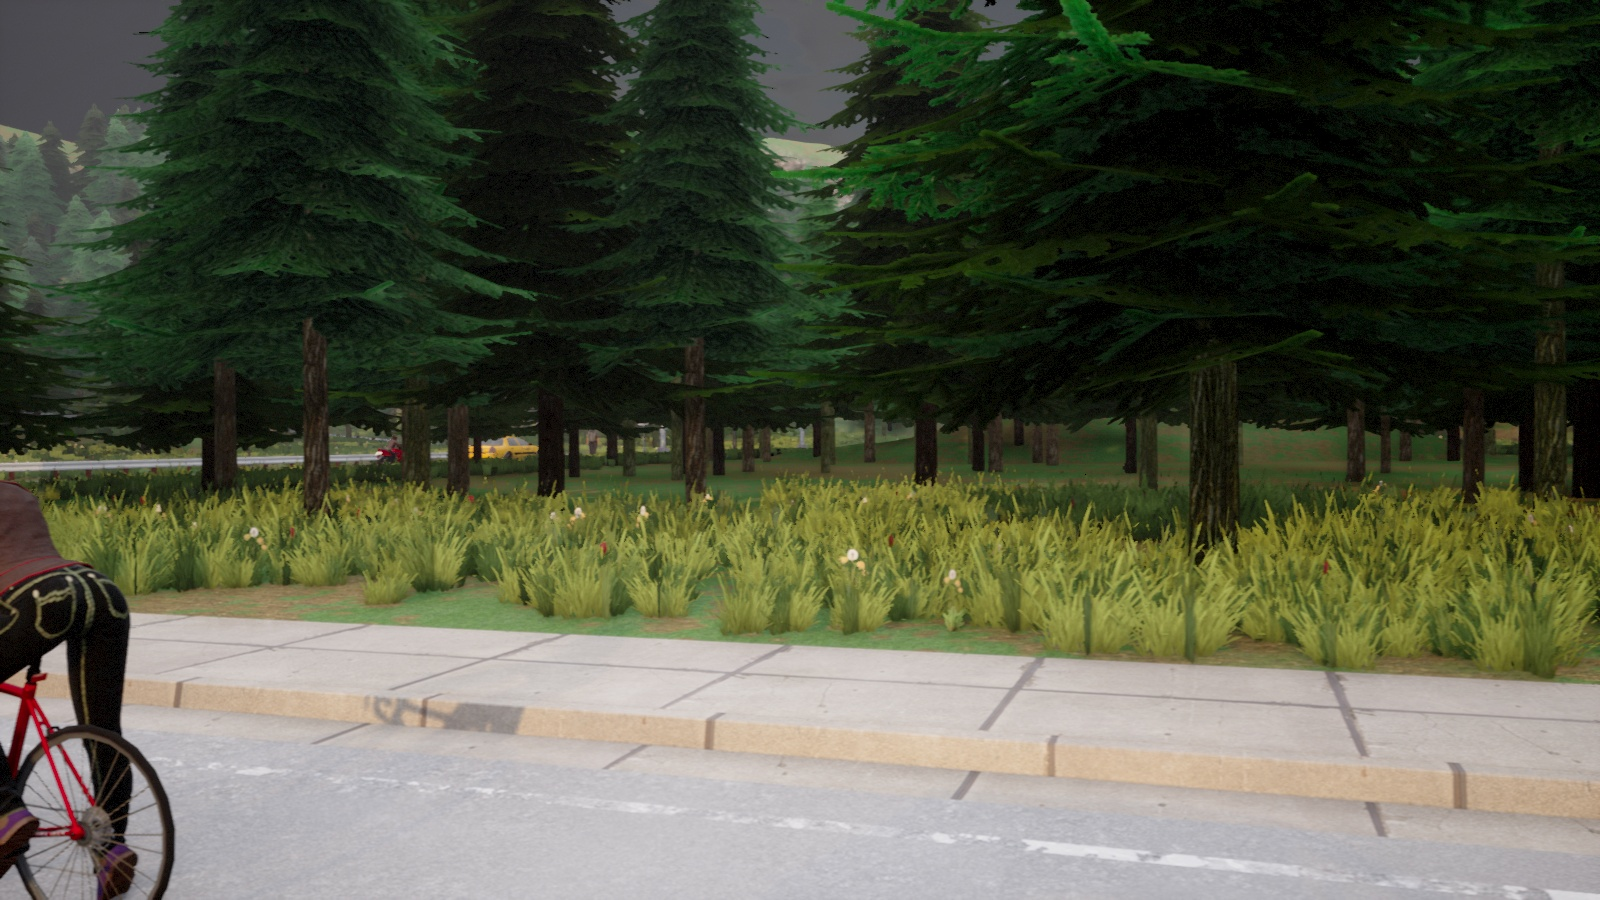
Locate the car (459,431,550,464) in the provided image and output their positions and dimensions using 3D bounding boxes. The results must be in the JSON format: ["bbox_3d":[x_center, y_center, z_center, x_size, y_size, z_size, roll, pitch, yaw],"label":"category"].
[{"bbox_3d":[-14.810,-0.166,63.283,1.801,1.575,5.366,0,1,20],"label":"car"}]

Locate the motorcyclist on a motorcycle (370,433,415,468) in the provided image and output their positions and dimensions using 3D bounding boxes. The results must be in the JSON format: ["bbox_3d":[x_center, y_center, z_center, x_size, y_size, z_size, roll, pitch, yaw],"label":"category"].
[{"bbox_3d":[-17.805,0.001,54.923,0.797,1.523,2.044,0,1,19],"label":"motorcyclist on a motorcycle"}]

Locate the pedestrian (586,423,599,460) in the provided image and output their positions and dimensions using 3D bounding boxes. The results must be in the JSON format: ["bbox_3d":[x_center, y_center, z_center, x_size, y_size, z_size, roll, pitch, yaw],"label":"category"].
[{"bbox_3d":[-10.503,-0.449,63.518,0.540,1.848,0.694,0,1,-3],"label":"pedestrian"}]

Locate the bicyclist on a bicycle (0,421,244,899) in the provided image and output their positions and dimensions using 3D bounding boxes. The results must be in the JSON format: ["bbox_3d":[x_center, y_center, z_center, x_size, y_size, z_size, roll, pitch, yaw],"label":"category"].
[{"bbox_3d":[-2.707,0.725,4.103,1.656,1.620,0.582,0,1,19],"label":"bicyclist on a bicycle"}]
